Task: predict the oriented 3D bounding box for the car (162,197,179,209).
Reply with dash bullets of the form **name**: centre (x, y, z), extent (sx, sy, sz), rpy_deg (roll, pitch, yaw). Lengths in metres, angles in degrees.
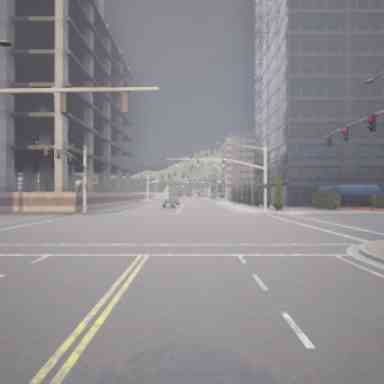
- **car**: centre (-3.622, 1.885, 52.849), extent (2.128, 1.511, 4.902), rpy_deg (0, 0, 0)
